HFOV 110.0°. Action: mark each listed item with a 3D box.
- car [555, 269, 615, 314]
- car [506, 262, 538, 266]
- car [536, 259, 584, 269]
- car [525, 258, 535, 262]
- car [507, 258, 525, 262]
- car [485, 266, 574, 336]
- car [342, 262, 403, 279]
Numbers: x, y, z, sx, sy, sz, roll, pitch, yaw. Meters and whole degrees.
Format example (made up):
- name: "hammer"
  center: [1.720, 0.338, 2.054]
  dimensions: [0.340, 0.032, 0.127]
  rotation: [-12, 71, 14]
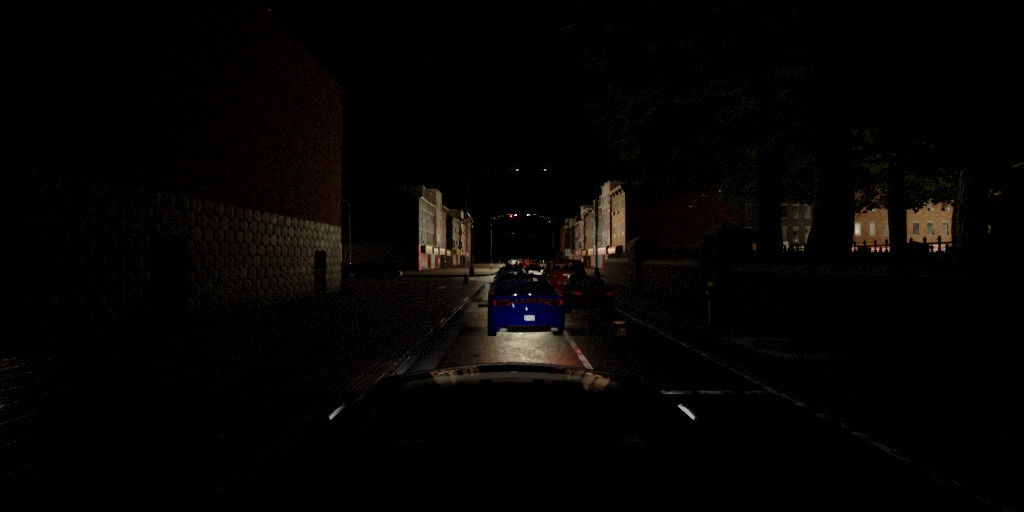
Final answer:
- name: "car"
  center: [2.646, 1.336, 13.511]
  dimensions: [1.802, 1.307, 4.207]
  rotation: [0, 0, 0]
- name: "car"
  center: [0.081, 1.236, 18.007]
  dimensions: [1.882, 1.535, 5.008]
  rotation: [0, 0, 1]
- name: "car"
  center: [2.650, 1.074, 18.960]
  dimensions: [2.192, 1.841, 5.009]
  rotation: [0, 0, 0]
- name: "car"
  center: [2.668, 1.350, 45.389]
  dimensions: [1.888, 1.381, 4.507]
  rotation: [0, 0, 0]
- name: "car"
  center: [0.178, 1.291, 43.245]
  dimensions: [2.128, 1.511, 4.902]
  rotation: [0, 0, 0]
- name: "car"
  center: [0.231, 1.230, 10.472]
  dimensions: [1.882, 1.535, 5.008]
  rotation: [0, 0, -4]
- name: "car"
  center: [-11.850, 1.243, 30.543]
  dimensions: [4.892, 1.490, 1.837]
  rotation: [0, -1, 0]
